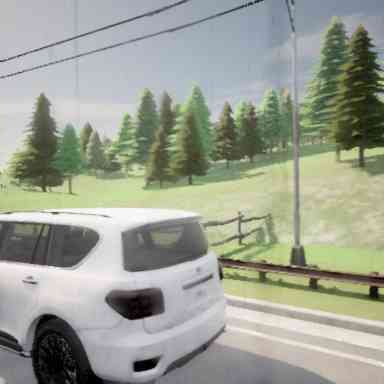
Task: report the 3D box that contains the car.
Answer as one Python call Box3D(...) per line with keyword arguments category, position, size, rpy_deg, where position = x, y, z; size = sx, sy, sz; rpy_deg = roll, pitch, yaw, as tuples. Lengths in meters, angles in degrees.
Box3D(category="car", position=(-2.169, 1.273, 5.224), size=(5.566, 2.045, 2.150), rpy_deg=(-1, 0, 32))
